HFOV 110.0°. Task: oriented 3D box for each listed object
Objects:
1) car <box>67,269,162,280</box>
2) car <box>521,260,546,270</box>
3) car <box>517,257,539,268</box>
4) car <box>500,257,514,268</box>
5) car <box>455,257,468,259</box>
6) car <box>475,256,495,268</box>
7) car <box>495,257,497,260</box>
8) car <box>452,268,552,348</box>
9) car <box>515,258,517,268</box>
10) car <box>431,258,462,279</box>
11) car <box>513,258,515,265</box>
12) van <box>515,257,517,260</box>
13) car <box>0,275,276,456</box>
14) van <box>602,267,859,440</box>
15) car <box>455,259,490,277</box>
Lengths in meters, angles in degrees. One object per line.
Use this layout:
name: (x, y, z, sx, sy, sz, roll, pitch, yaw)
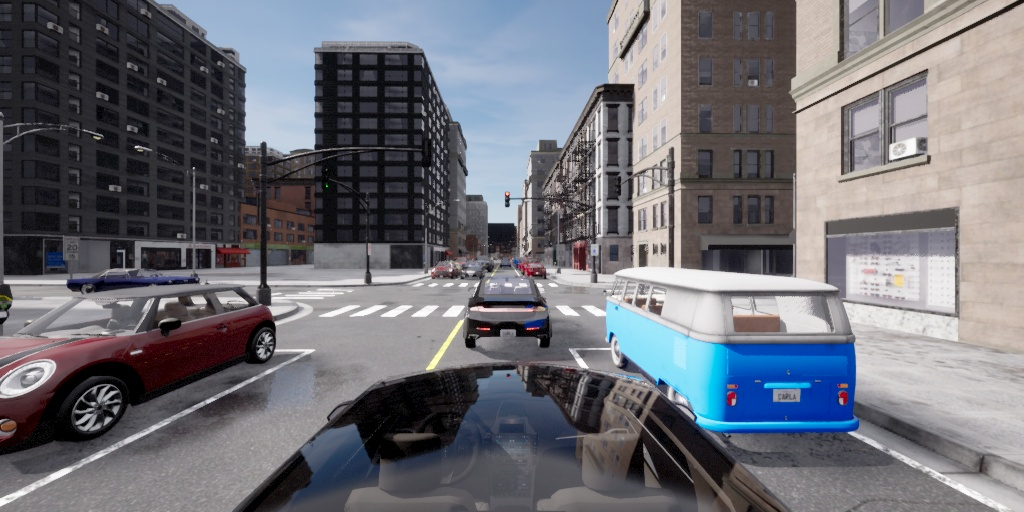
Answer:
car: (-17.814, 1.263, 17.114, 4.718, 1.301, 1.895, 0, 0, -1)
car: (2.077, 1.294, 32.141, 1.888, 1.381, 4.507, 0, 0, -1)
car: (1.975, 1.063, 37.549, 2.192, 1.841, 5.009, 0, 0, -1)
car: (-1.131, 1.306, 62.301, 1.994, 1.385, 4.181, 0, 0, -1)
car: (-6.151, 1.063, 42.806, 2.192, 1.841, 5.009, 0, 0, -1)
car: (-3.604, 0.968, 43.713, 2.150, 2.045, 5.566, 0, 0, 1)
car: (-3.877, 1.292, 58.346, 2.033, 1.411, 5.357, 0, 0, -1)
car: (-0.126, 1.241, 9.200, 2.128, 1.511, 4.902, 0, 0, -1)
car: (1.770, 1.292, 48.367, 1.888, 1.381, 4.507, 0, 0, -1)
car: (-5.947, 1.188, 31.990, 1.967, 1.591, 4.097, 0, 0, -1)
car: (1.566, 1.309, 59.184, 1.948, 1.339, 4.313, 0, 0, -1)
van: (1.668, 1.086, 53.776, 1.690, 1.789, 3.998, 0, 0, -1)
car: (-5.440, 1.190, 5.114, 1.967, 1.591, 4.097, 0, 0, -1)
van: (2.584, 1.091, 5.265, 1.690, 1.789, 3.998, 0, 0, -1)
car: (-3.395, 1.240, 31.638, 2.128, 1.511, 4.902, 0, 0, -1)
